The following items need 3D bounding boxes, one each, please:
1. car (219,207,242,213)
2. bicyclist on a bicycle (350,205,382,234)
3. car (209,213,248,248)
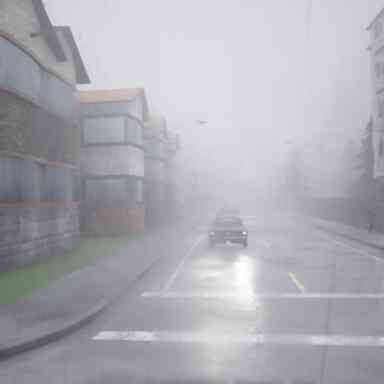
[{"bbox_3d":[3.001,2.036,27.271,2.128,1.511,4.902,-2,-1,6],"label":"car"},{"bbox_3d":[9.509,1.512,18.200,1.656,1.620,0.582,-2,-1,6],"label":"bicyclist on a bicycle"},{"bbox_3d":[1.885,1.986,17.201,1.895,1.301,4.718,-2,-1,6],"label":"car"}]
